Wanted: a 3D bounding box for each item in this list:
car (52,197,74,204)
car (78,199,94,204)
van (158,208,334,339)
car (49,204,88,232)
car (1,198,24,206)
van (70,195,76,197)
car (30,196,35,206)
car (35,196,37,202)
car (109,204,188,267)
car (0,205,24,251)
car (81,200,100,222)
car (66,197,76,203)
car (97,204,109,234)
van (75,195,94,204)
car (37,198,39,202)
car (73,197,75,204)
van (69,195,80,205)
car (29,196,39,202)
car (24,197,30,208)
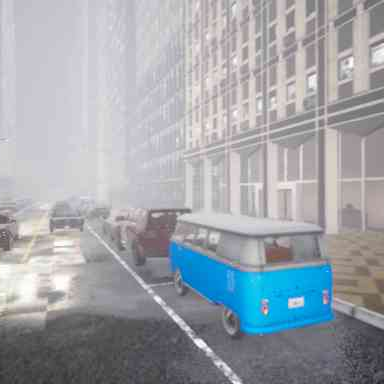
[{"bbox_3d":[-14.629,1.649,37.456,1.837,1.490,4.892,0,0,-22],"label":"car"},{"bbox_3d":[-9.945,1.696,32.867,1.802,1.307,4.206,0,0,-22],"label":"car"},{"bbox_3d":[0.792,1.352,6.474,1.690,1.788,3.998,0,0,-22],"label":"van"},{"bbox_3d":[-7.815,1.686,20.707,1.895,1.301,4.718,0,0,-22],"label":"car"},{"bbox_3d":[-22.003,1.746,40.266,1.947,1.339,4.313,0,0,-22],"label":"car"},{"bbox_3d":[-20.684,1.530,59.258,1.690,1.788,3.998,0,0,-22],"label":"van"},{"bbox_3d":[-30.594,1.781,61.379,1.887,1.381,4.507,0,0,-22],"label":"car"},{"bbox_3d":[-32.741,1.831,66.658,1.802,1.307,4.206,0,0,-22],"label":"car"},{"bbox_3d":[-1.356,1.349,11.753,2.192,1.841,5.009,0,0,-22],"label":"car"},{"bbox_3d":[-8.623,1.555,14.274,1.882,1.535,5.008,0,0,-22],"label":"car"},{"bbox_3d":[-7.798,1.647,27.590,2.008,1.369,4.403,0,0,-22],"label":"car"},{"bbox_3d":[-29.274,1.803,80.372,1.947,1.339,4.313,0,0,-22],"label":"car"},{"bbox_3d":[-3.566,1.582,17.189,1.752,1.417,4.829,0,0,-22],"label":"car"},{"bbox_3d":[-12.094,1.471,38.146,1.690,1.788,3.998,0,0,-22],"label":"van"},{"bbox_3d":[-34.889,1.811,71.935,2.008,1.369,4.403,0,0,-22],"label":"car"},{"bbox_3d":[-14.240,1.691,43.424,1.887,1.381,4.507,0,0,-22],"label":"car"},{"bbox_3d":[-22.832,1.544,64.537,1.690,1.788,3.998,0,0,-22],"label":"van"},{"bbox_3d":[-39.185,1.721,82.492,1.967,1.590,4.097,0,0,-22],"label":"car"},{"bbox_3d":[-26.298,1.791,50.823,1.802,1.307,4.206,0,0,-22],"label":"car"}]
